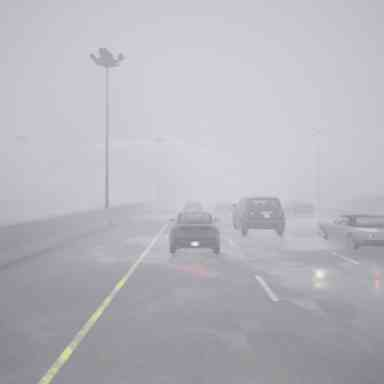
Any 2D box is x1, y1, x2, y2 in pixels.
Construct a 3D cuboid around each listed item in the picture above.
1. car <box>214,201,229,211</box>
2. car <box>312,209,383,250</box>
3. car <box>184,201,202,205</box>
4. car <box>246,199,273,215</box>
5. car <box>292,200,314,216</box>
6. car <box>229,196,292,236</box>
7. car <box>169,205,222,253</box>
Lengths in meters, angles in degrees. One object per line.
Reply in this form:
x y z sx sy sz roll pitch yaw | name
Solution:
3.610 1.650 38.894 1.895 1.301 4.718 0 0 0 | car
7.104 1.619 14.322 1.895 1.301 4.718 0 0 0 | car
0.108 1.609 35.173 1.994 1.385 4.181 0 0 0 | car
7.108 1.523 35.591 1.882 1.535 5.008 0 0 0 | car
10.608 1.520 33.515 1.882 1.535 5.008 0 0 0 | car
3.605 1.246 18.739 2.150 2.045 5.566 0 0 0 | car
0.104 1.522 13.786 1.837 1.490 4.892 0 0 0 | car
